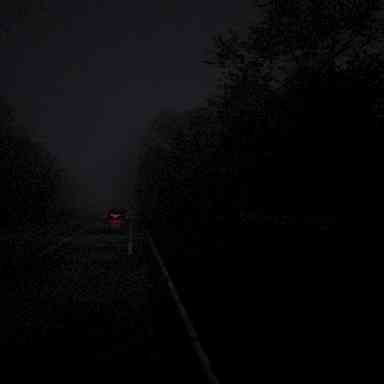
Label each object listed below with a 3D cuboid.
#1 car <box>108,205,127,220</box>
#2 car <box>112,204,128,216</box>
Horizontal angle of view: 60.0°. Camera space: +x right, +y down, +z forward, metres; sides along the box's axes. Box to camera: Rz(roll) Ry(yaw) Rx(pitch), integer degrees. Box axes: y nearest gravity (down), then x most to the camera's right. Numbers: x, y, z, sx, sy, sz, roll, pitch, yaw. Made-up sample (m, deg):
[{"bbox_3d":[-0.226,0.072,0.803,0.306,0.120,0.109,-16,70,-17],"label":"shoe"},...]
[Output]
[{"bbox_3d":[-8.787,2.422,38.897,1.837,1.490,4.892,1,-2,-9],"label":"car"},{"bbox_3d":[-10.795,2.675,49.926,2.128,1.511,4.902,1,-1,-10],"label":"car"}]
